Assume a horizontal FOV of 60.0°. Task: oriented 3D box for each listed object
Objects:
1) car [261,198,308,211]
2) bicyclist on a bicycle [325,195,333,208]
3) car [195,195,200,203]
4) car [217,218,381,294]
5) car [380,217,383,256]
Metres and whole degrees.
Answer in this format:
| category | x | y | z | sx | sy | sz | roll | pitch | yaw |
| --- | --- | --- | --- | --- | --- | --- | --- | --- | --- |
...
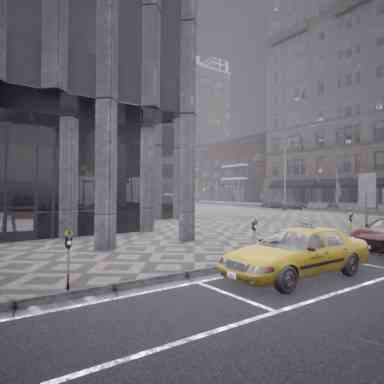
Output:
| category | x | y | z | sx | sy | sz | roll | pitch | yaw |
| --- | --- | --- | --- | --- | --- | --- | --- | --- | --- |
| car | 10.252 | 1.325 | 37.373 | 2.033 | 1.411 | 5.357 | 1 | 0 | -35 |
| bicyclist on a bicycle | 16.356 | 1.159 | 39.546 | 1.656 | 1.620 | 0.582 | 0 | 0 | -35 |
| car | -0.593 | 1.089 | 58.195 | 2.128 | 1.511 | 4.902 | 1 | 0 | -35 |
| car | 2.841 | 1.527 | 8.790 | 4.829 | 1.417 | 1.752 | 0 | 1 | -36 |
| car | 7.555 | 1.547 | 12.160 | 4.507 | 1.381 | 1.887 | 0 | 1 | -36 |
